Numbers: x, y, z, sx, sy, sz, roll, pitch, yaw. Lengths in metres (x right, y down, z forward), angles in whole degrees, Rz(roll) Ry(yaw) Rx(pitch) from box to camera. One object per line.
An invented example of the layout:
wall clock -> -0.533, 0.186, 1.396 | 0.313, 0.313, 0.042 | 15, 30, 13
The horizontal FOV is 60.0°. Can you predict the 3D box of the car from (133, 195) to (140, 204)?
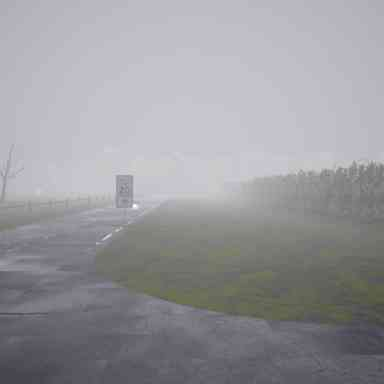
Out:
car -> -9.423, 1.145, 52.368 | 1.895, 1.301, 4.718 | 1, 0, -2
